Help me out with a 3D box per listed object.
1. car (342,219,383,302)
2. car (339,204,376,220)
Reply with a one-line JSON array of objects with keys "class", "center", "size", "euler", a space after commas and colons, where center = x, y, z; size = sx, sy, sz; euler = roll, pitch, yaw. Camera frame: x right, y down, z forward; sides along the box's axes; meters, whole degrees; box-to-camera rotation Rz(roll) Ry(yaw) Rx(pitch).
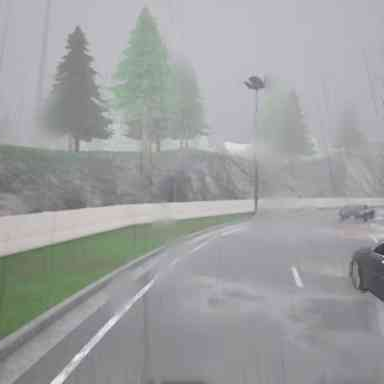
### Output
[{"class": "car", "center": [4.411, 1.511, 5.969], "size": [1.837, 1.490, 4.892], "euler": [0, 0, 8]}, {"class": "car", "center": [13.150, 1.578, 26.260], "size": [1.895, 1.301, 4.718], "euler": [1, 0, 37]}]
